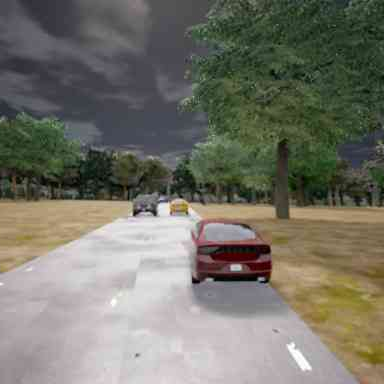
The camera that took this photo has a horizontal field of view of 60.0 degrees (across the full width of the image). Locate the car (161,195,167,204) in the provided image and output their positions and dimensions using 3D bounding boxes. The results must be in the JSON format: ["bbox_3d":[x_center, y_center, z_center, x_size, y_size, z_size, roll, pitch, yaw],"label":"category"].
[{"bbox_3d":[-6.505,1.864,73.288,2.033,1.411,5.357,0,-1,-3],"label":"car"}]

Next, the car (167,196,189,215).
[{"bbox_3d":[-1.338,1.505,34.621,1.882,1.535,5.008,0,-1,-3],"label":"car"}]

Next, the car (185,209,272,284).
[{"bbox_3d":[0.871,1.469,9.625,1.882,1.535,5.008,0,0,-2],"label":"car"}]

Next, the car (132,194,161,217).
[{"bbox_3d":[-4.391,1.237,31.952,2.150,2.045,5.566,0,0,-3],"label":"car"}]

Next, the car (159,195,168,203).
[{"bbox_3d":[-7.097,1.751,84.350,2.150,2.045,5.566,0,-1,-3],"label":"car"}]

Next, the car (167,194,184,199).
[{"bbox_3d":[-2.039,1.312,47.250,2.150,2.045,5.566,0,-1,-3],"label":"car"}]
